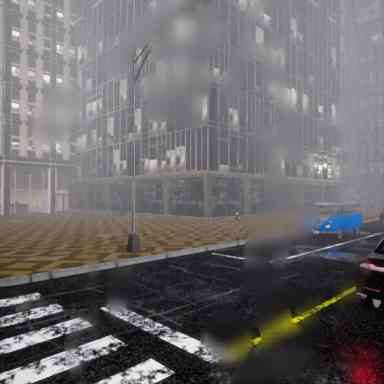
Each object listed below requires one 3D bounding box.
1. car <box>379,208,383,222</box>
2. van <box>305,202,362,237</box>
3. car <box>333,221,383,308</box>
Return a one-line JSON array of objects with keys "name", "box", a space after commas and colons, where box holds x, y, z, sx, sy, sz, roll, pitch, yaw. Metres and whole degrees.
[{"name": "car", "box": [15.669, 1.610, 25.173, 4.507, 1.381, 1.887, 0, 0, -44]}, {"name": "van", "box": [7.433, 1.395, 17.324, 3.998, 1.788, 1.690, 0, 0, -44]}, {"name": "car", "box": [5.073, 1.503, 6.937, 4.902, 1.511, 2.128, 0, 0, -44]}]
